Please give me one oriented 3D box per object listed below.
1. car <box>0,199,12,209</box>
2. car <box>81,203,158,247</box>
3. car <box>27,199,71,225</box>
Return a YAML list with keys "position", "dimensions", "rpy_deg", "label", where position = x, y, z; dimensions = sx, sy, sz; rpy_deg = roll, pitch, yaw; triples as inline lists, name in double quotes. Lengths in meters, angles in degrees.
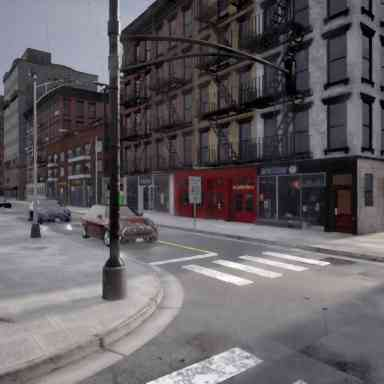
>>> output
- position: [-24.176, 1.524, 42.152]
  dimensions: [1.895, 1.301, 4.718]
  rpy_deg: [0, 0, -37]
  label: "car"
- position: [-3.392, 1.335, 15.104]
  dimensions: [2.097, 1.767, 4.553]
  rpy_deg: [0, 0, -35]
  label: "car"
- position: [-10.419, 1.316, 24.194]
  dimensions: [2.097, 1.767, 4.553]
  rpy_deg: [0, 0, -38]
  label: "car"
